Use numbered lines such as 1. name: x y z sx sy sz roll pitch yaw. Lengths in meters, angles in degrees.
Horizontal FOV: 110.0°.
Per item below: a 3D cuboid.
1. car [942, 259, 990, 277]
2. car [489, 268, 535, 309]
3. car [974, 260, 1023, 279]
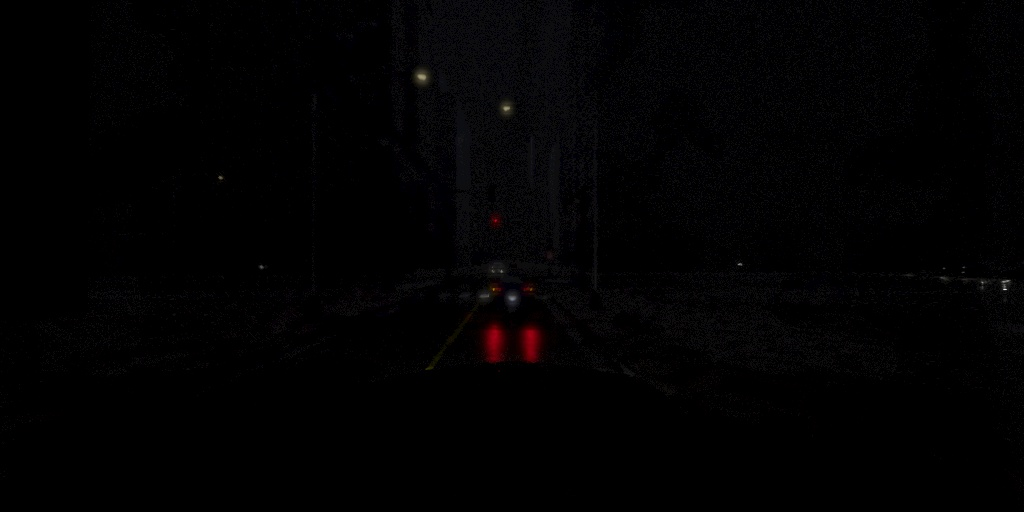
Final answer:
1. car: 44.886 1.129 34.758 4.553 1.767 2.097 -1 0 1
2. car: -0.004 1.420 15.736 1.812 1.442 4.674 0 0 0
3. car: 44.386 1.282 31.514 4.674 1.442 1.812 0 0 1
